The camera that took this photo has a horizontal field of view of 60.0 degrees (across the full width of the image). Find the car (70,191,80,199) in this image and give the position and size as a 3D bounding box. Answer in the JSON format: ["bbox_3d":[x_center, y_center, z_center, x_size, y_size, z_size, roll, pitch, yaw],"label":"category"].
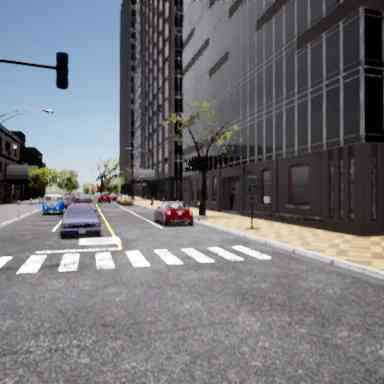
[{"bbox_3d":[-29.203,0.711,83.192,2.192,1.841,5.009,1,0,-17],"label":"car"}]

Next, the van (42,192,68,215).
[{"bbox_3d":[-12.629,1.108,30.389,1.690,1.788,3.998,1,0,-17],"label":"van"}]

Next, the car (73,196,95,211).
[{"bbox_3d":[-11.990,1.229,37.065,2.128,1.511,4.902,0,0,-17],"label":"car"}]

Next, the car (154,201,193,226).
[{"bbox_3d":[-1.316,1.321,22.325,1.967,1.590,4.097,1,0,-17],"label":"car"}]

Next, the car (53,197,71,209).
[{"bbox_3d":[-15.949,1.275,40.950,1.802,1.307,4.206,1,0,-17],"label":"car"}]

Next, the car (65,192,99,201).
[{"bbox_3d":[-8.908,1.159,27.155,2.097,1.767,4.553,0,0,-17],"label":"car"}]

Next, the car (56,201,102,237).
[{"bbox_3d":[-5.973,1.421,17.704,2.033,1.411,5.357,0,0,-21],"label":"car"}]

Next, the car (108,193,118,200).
[{"bbox_3d":[-17.945,1.034,75.294,1.752,1.417,4.829,1,0,-17],"label":"car"}]

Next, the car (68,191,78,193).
[{"bbox_3d":[-20.915,0.897,56.790,2.192,1.841,5.009,1,0,-17],"label":"car"}]

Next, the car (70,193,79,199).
[{"bbox_3d":[-27.499,0.960,77.750,1.752,1.417,4.829,1,0,-17],"label":"car"}]

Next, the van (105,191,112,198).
[{"bbox_3d":[-22.862,0.740,90.974,1.690,1.788,3.998,1,0,-17],"label":"van"}]

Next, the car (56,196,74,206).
[{"bbox_3d":[-17.606,1.221,46.230,1.947,1.339,4.313,1,0,-17],"label":"car"}]

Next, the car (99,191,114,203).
[{"bbox_3d":[-15.128,0.969,57.304,2.097,1.767,4.553,0,0,-17],"label":"car"}]

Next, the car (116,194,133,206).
[{"bbox_3d":[-9.657,1.220,48.891,1.752,1.417,4.829,1,0,-17],"label":"car"}]

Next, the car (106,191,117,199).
[{"bbox_3d":[-19.547,0.788,80.413,2.192,1.841,5.009,1,0,-17],"label":"car"}]

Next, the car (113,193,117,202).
[{"bbox_3d":[-11.314,1.182,54.171,1.752,1.417,4.829,1,0,-17],"label":"car"}]
